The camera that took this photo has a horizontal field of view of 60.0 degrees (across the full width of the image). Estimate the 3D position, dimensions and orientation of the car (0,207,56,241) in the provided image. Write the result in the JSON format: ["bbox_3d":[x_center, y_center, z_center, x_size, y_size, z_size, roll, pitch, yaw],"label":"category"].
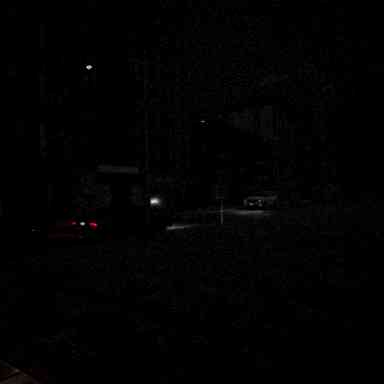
[{"bbox_3d":[-8.157,1.446,13.878,1.837,1.490,4.892,-2,0,34],"label":"car"}]

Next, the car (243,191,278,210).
[{"bbox_3d":[7.757,0.907,37.085,2.150,2.045,5.566,-2,-1,35],"label":"car"}]

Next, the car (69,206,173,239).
[{"bbox_3d":[-3.194,1.366,16.081,2.033,1.411,5.357,-2,0,34],"label":"car"}]
